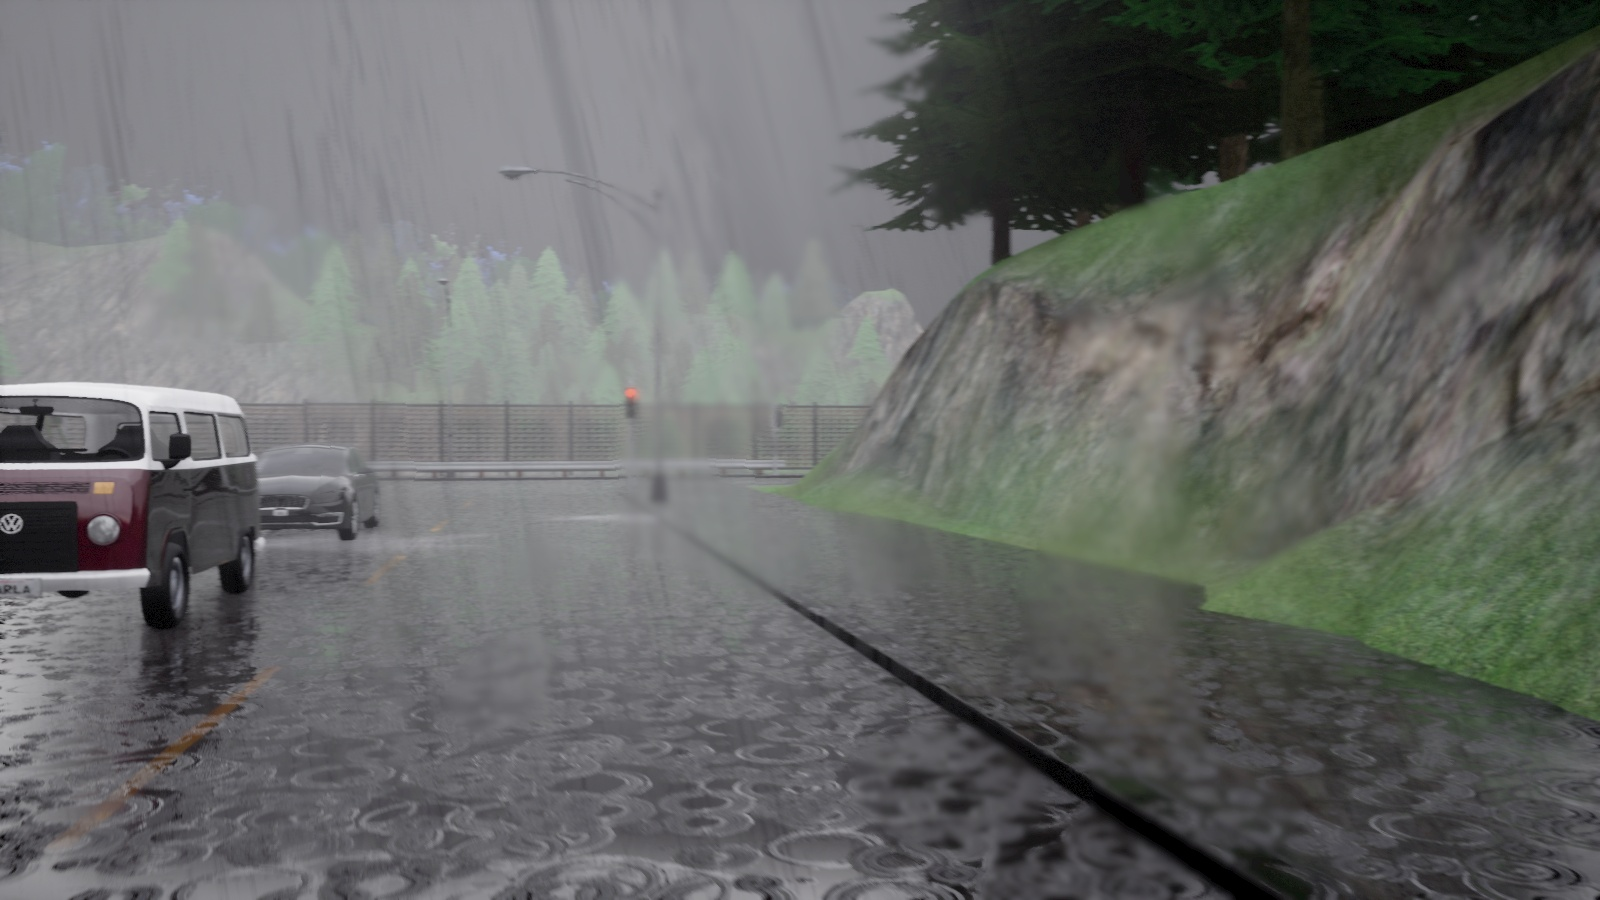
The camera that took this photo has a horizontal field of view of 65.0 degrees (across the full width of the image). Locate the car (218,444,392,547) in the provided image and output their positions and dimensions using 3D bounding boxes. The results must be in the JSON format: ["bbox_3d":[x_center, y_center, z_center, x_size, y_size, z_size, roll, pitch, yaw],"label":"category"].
[{"bbox_3d":[-7.983,0.642,20.708,1.837,1.490,4.892,0,0,-11],"label":"car"}]

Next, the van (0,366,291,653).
[{"bbox_3d":[-6.061,0.413,11.130,2.069,2.038,4.480,0,0,-11],"label":"van"}]
